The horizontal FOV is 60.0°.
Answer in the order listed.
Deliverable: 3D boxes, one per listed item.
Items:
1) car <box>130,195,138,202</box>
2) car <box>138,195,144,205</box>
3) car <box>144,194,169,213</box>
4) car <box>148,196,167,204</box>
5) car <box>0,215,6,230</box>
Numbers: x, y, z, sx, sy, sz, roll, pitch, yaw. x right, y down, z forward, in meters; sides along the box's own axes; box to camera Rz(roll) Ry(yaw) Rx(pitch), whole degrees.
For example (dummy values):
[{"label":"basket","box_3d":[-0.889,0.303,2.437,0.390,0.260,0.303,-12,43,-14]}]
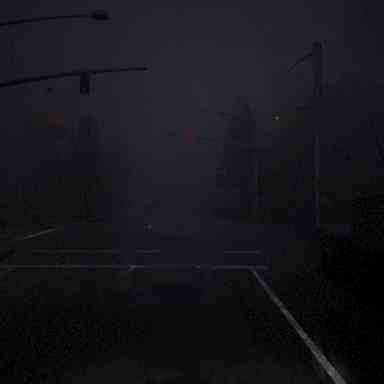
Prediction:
[{"label":"car","box_3d":[-12.428,1.433,73.166,5.008,1.535,1.882,0,0,42]},{"label":"car","box_3d":[-7.421,1.504,57.081,1.837,1.490,4.892,0,0,-21]},{"label":"car","box_3d":[-3.753,1.221,37.172,2.150,2.045,5.566,0,0,-2]},{"label":"car","box_3d":[-6.724,1.547,64.768,2.033,1.411,5.357,0,0,-26]},{"label":"car","box_3d":[-12.668,1.352,17.895,4.553,1.767,2.097,0,0,-7]}]
